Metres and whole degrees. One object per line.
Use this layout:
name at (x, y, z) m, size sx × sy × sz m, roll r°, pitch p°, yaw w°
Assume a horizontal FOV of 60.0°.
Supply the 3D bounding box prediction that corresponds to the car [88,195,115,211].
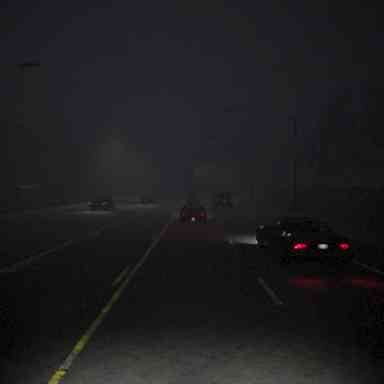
car at (-10.579, 1.222, 39.084) m, size 2.097 × 1.767 × 4.553 m, roll 0°, pitch 1°, yaw 0°

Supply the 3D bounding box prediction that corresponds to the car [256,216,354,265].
car at (3.596, 1.546, 11.628) m, size 2.033 × 1.411 × 5.357 m, roll 0°, pitch 0°, yaw 0°

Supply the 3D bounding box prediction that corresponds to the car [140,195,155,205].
car at (-7.021, 1.156, 52.314) m, size 1.812 × 1.442 × 4.674 m, roll 0°, pitch 1°, yaw 0°

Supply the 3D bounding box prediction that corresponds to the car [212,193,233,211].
car at (3.588, 1.085, 39.703) m, size 2.150 × 2.045 × 5.566 m, roll 0°, pitch 1°, yaw 0°

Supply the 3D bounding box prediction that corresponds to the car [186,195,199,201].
car at (0.084, 1.168, 49.523) m, size 1.882 × 1.535 × 5.008 m, roll 0°, pitch 1°, yaw 0°

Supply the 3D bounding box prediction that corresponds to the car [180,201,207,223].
car at (0.092, 1.591, 25.336) m, size 1.895 × 1.301 × 4.718 m, roll 0°, pitch 0°, yaw 0°
